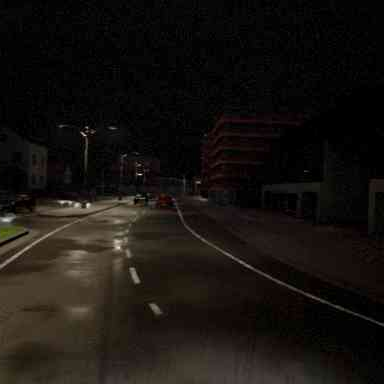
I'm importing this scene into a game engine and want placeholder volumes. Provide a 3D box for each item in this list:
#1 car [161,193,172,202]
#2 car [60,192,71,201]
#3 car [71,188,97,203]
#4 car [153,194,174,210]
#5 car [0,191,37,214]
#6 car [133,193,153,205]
[{"bbox_3d":[-4.949,1.046,65.077,1.882,1.535,5.008,2,0,-3],"label":"car"},{"bbox_3d":[-19.282,0.684,53.205,2.033,1.411,5.357,2,0,-3],"label":"car"},{"bbox_3d":[-15.541,0.503,49.199,2.150,2.045,5.566,2,0,-3],"label":"car"},{"bbox_3d":[-3.231,1.216,39.276,1.882,1.535,5.008,2,0,-4],"label":"car"},{"bbox_3d":[-14.198,0.914,26.678,2.128,1.511,4.902,2,0,-3],"label":"car"},{"bbox_3d":[-7.286,1.056,47.824,2.128,1.511,4.902,2,0,-4],"label":"car"}]
